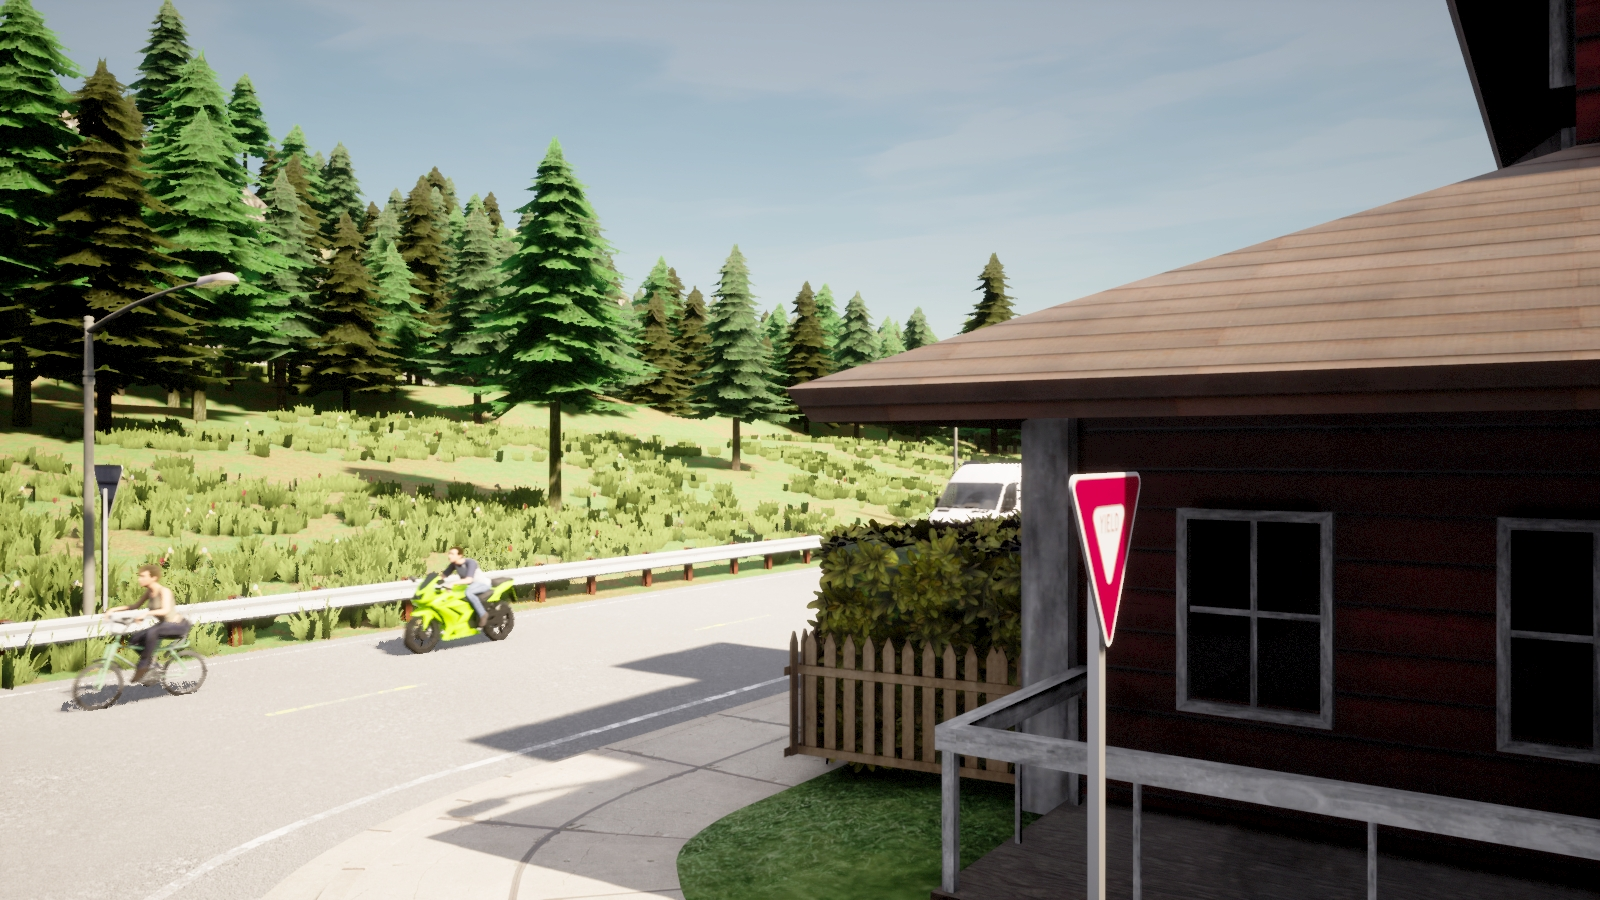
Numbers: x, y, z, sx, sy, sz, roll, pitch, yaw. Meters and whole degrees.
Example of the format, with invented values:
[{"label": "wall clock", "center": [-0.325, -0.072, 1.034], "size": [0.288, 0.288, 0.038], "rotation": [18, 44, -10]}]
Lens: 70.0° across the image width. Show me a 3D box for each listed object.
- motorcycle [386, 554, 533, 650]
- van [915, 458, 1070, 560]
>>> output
[{"label": "motorcycle", "center": [-5.019, 2.213, 16.969], "size": [0.803, 1.145, 2.033], "rotation": [0, 0, 35]}, {"label": "van", "center": [5.549, 1.534, 32.191], "size": [1.988, 2.561, 5.915], "rotation": [0, 0, 34]}]
